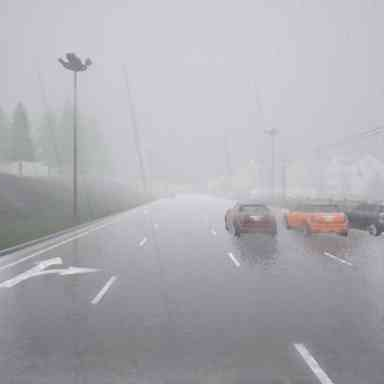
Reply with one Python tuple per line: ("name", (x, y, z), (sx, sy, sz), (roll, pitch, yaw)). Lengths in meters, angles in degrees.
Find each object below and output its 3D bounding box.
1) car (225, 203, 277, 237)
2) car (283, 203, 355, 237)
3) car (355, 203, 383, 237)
("car", (3.067, 1.351, 18.156), (2.097, 1.767, 4.553), (0, 0, -2))
("car", (6.567, 1.352, 18.158), (2.097, 1.767, 4.553), (0, 0, -2))
("car", (10.065, 1.353, 18.321), (2.097, 1.767, 4.553), (0, 0, -1))
